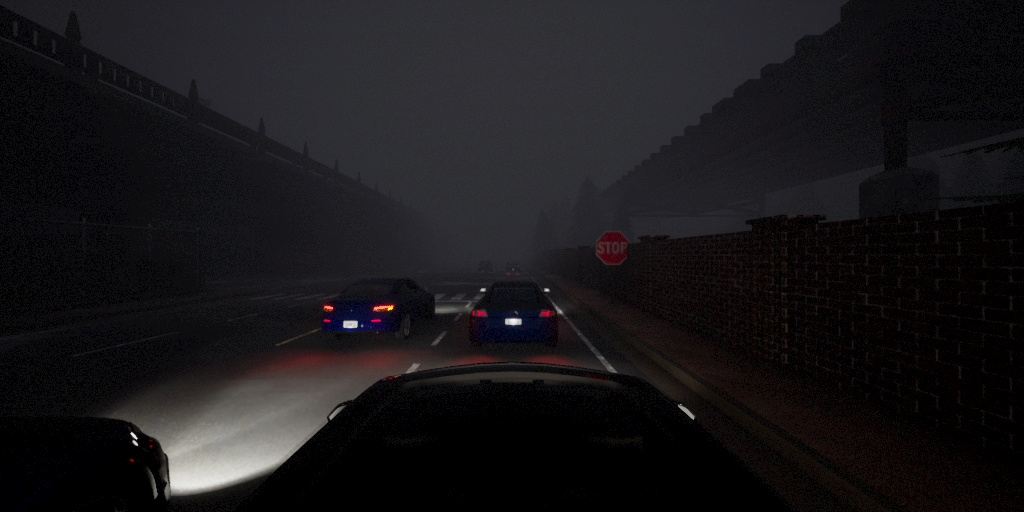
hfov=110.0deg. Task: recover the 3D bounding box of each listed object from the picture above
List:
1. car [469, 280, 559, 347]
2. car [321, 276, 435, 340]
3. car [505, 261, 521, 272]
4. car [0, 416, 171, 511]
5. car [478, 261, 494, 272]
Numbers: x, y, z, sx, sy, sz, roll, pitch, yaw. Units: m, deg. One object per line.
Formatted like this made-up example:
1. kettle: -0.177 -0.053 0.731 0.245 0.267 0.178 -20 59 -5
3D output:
1. car: 0.072 1.314 9.335 1.994 1.385 4.181 0 0 1
2. car: -3.410 1.275 9.859 1.812 1.442 4.674 0 0 0
3. car: 0.115 1.349 46.149 1.895 1.301 4.718 0 0 -1
4. car: -3.399 1.314 0.763 1.994 1.385 4.181 0 0 0
5. car: -3.380 1.295 45.981 2.033 1.411 5.357 0 0 -1
